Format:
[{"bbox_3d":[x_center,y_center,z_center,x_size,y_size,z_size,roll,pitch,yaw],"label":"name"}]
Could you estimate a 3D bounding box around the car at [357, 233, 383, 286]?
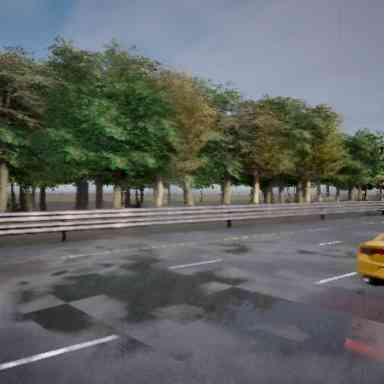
[{"bbox_3d":[6.081,1.481,8.199,5.008,1.535,1.882,0,0,-35],"label":"car"}]
